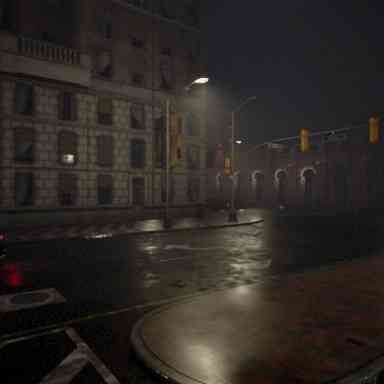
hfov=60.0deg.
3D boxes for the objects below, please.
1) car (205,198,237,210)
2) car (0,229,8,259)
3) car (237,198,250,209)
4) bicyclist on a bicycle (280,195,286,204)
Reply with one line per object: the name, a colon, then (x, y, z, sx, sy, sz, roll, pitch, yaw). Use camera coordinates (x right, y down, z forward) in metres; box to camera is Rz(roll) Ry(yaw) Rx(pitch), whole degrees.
car: (2.996, 1.492, 43.051, 2.128, 1.511, 4.902, 0, 0, -36)
car: (-7.495, 1.491, 8.470, 4.902, 1.511, 2.128, 0, 0, -36)
car: (5.740, 1.526, 45.232, 1.812, 1.442, 4.674, 0, 0, -36)
bicyclist on a bicycle: (15.477, 1.300, 56.462, 1.656, 1.620, 0.582, 0, 0, -36)
